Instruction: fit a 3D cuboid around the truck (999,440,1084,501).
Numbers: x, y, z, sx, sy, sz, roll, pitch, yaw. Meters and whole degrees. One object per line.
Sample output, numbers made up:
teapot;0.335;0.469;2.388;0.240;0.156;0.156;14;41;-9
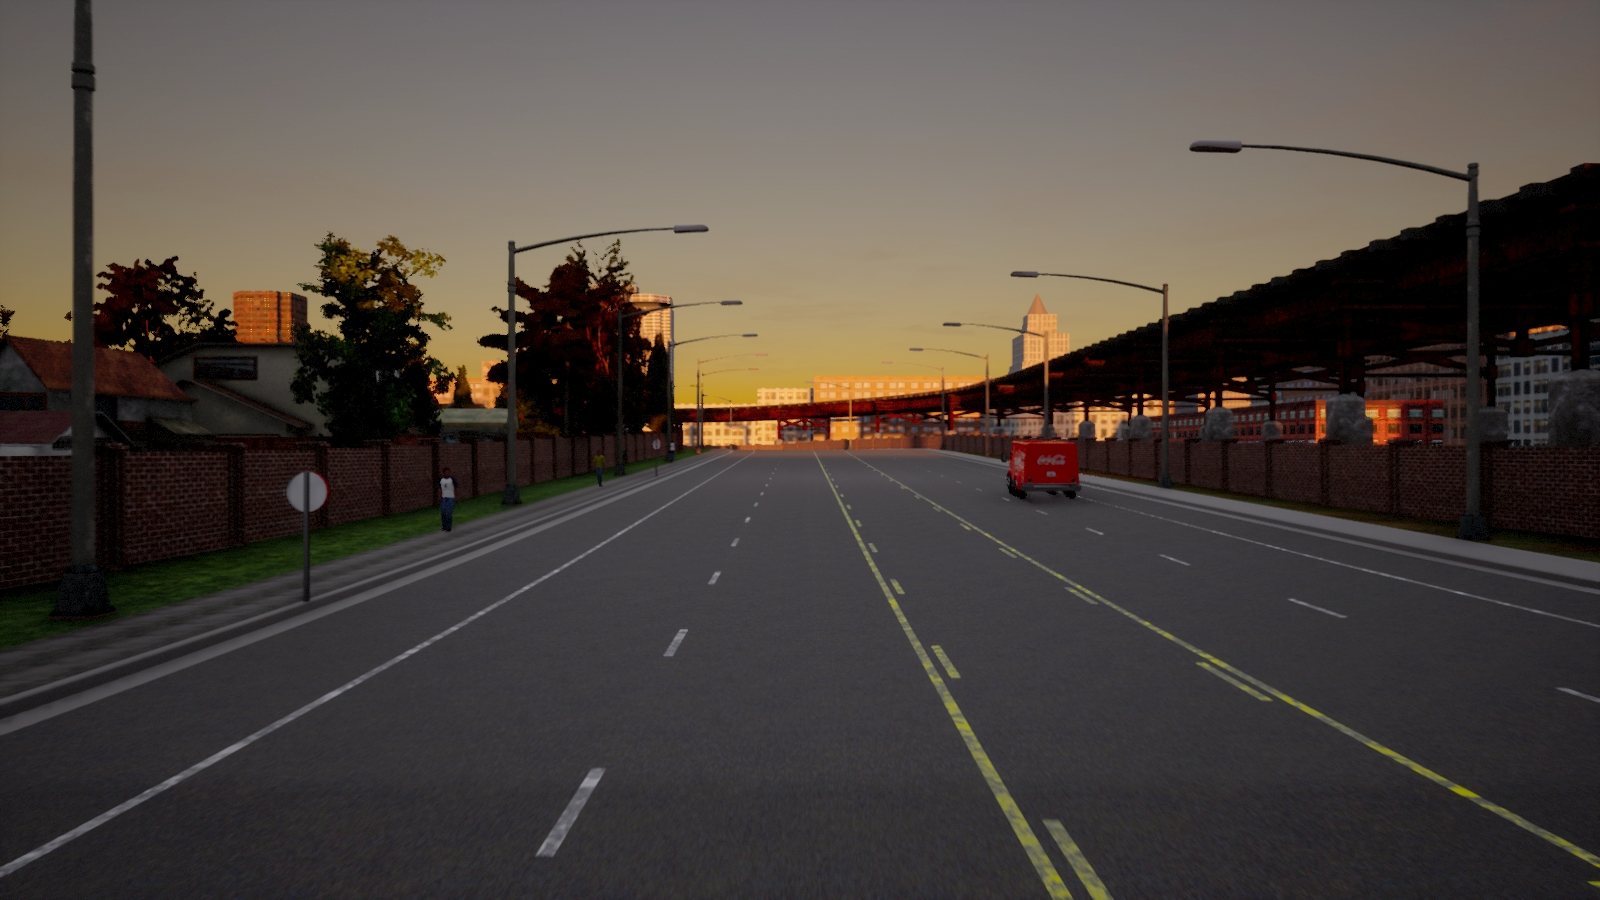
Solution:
truck;10.506;0.835;50.262;2.627;2.467;5.204;0;1;0

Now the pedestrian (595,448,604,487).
pedestrian;-9.625;0.855;54.961;0.375;1.860;0.375;0;0;-1

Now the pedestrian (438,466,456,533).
pedestrian;-9.864;1.368;31.936;0.375;1.860;0.375;0;0;-2
